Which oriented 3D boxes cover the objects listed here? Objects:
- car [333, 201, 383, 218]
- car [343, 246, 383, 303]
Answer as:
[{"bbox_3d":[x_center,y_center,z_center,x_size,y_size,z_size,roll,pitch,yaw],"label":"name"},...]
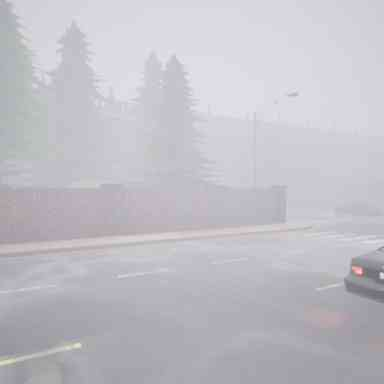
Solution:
[{"bbox_3d":[14.991,1.503,30.172,1.994,1.385,4.181,0,0,-27],"label":"car"},{"bbox_3d":[5.547,1.514,7.047,5.357,1.411,2.033,0,0,-31],"label":"car"}]
